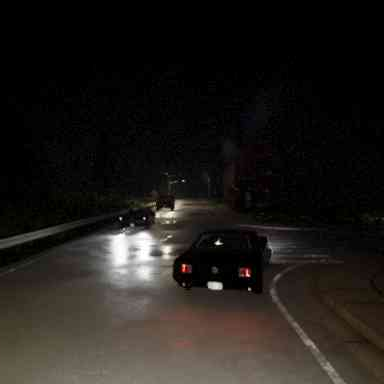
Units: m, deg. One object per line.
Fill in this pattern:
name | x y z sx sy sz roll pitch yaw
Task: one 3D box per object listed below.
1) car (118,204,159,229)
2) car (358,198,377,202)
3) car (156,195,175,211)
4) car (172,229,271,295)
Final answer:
car | -3.579 1.685 22.221 1.895 1.301 4.718 0 0 0
car | 27.502 1.705 52.267 1.816 1.474 4.193 0 0 0
car | -3.460 1.378 44.388 2.150 2.045 5.566 0 0 0
car | 1.061 1.635 8.933 1.895 1.301 4.718 0 0 15
